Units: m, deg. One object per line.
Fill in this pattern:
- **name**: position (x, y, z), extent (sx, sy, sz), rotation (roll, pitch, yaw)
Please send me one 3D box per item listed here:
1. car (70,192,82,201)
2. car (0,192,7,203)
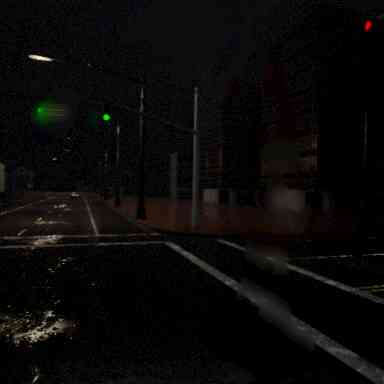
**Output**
- **car**: position (-21.169, 0.764, 60.768), extent (2.128, 1.511, 4.902), rotation (1, 0, -18)
- **car**: position (-27.719, 0.676, 47.131), extent (1.882, 1.535, 5.008), rotation (1, 0, -18)
